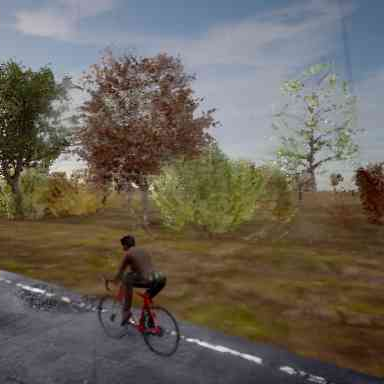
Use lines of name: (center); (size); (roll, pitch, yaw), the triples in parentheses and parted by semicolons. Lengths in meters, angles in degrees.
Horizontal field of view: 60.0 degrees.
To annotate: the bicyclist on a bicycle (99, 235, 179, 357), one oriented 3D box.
bicyclist on a bicycle: (-0.834, 1.469, 4.872); (1.656, 1.620, 0.582); (0, 0, 36)
